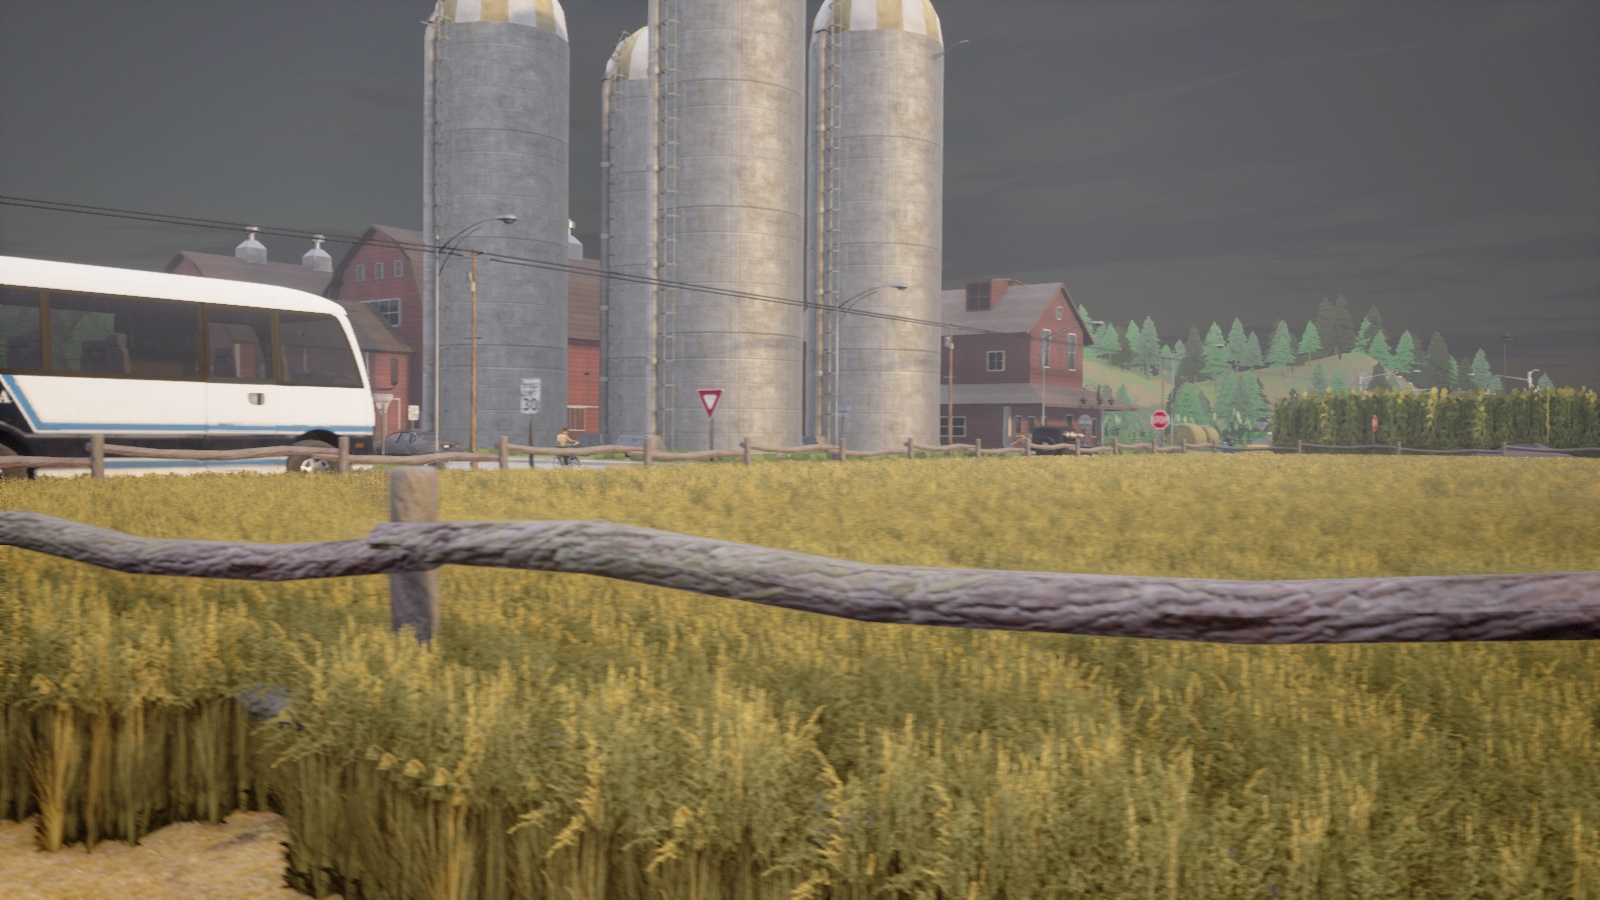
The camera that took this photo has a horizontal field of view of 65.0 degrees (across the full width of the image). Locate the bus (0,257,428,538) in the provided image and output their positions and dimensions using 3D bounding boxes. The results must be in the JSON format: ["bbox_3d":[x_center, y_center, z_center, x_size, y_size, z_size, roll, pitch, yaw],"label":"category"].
[{"bbox_3d":[-12.153,-0.838,22.291,3.944,4.253,10.273,0,1,37],"label":"bus"}]

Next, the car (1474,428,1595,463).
[{"bbox_3d":[30.831,-0.204,52.725,4.181,1.385,1.994,0,1,37],"label":"car"}]

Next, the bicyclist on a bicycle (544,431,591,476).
[{"bbox_3d":[-8.437,0.123,45.602,1.509,1.612,0.866,0,1,38],"label":"bicyclist on a bicycle"}]

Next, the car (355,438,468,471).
[{"bbox_3d":[-17.549,0.167,56.603,5.357,1.411,2.033,0,1,36],"label":"car"}]

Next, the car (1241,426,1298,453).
[{"bbox_3d":[28.803,-0.640,76.977,1.801,1.575,5.366,0,1,37],"label":"car"}]

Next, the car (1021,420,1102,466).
[{"bbox_3d":[11.179,-0.303,53.465,1.905,1.878,3.866,0,1,37],"label":"car"}]
